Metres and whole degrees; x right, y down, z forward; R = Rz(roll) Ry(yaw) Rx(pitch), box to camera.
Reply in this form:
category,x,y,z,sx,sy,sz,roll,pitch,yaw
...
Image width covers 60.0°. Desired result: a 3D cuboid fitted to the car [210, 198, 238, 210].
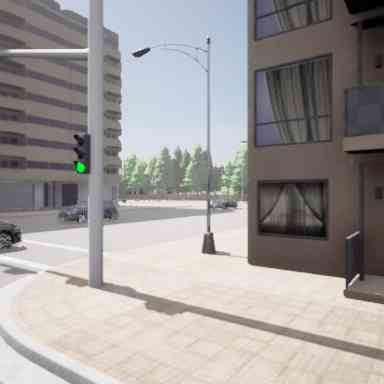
category,x,y,z,sx,sy,sz,roll,pitch,yaw
car,4.115,1.493,42.469,2.128,1.511,4.902,0,0,35

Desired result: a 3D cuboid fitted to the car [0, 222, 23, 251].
category,x,y,z,sx,sy,sz,roll,pitch,yaw
car,-8.731,1.493,11.918,2.128,1.511,4.902,0,0,35

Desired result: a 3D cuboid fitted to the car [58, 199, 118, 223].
category,x,y,z,sx,sy,sz,roll,pitch,yaw
car,-7.894,1.353,25.479,2.097,1.767,4.553,0,0,35
